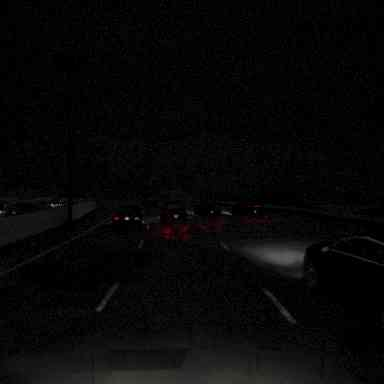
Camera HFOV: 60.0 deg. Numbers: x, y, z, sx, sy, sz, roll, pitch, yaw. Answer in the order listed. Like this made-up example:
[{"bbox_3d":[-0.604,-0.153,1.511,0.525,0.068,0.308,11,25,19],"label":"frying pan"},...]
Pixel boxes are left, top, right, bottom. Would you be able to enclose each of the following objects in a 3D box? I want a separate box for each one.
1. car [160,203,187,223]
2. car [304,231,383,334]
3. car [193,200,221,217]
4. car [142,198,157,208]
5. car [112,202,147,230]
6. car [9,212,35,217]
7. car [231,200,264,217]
[{"bbox_3d":[-1.503,1.557,26.059,1.812,1.442,4.674,0,0,-8],"label":"car"},{"bbox_3d":[3.609,1.446,5.962,2.128,1.511,4.902,-1,0,-2],"label":"car"},{"bbox_3d":[1.316,1.487,31.048,2.128,1.511,4.902,-1,0,-10],"label":"car"},{"bbox_3d":[-6.575,1.587,51.051,1.882,1.535,5.008,0,0,-16],"label":"car"},{"bbox_3d":[-4.208,1.613,22.034,2.033,1.411,5.357,-1,0,-9],"label":"car"},{"bbox_3d":[-17.277,1.738,33.902,2.128,1.511,4.902,-1,0,-10],"label":"car"},{"bbox_3d":[4.939,1.438,30.422,2.128,1.511,4.902,-1,0,-9],"label":"car"}]
